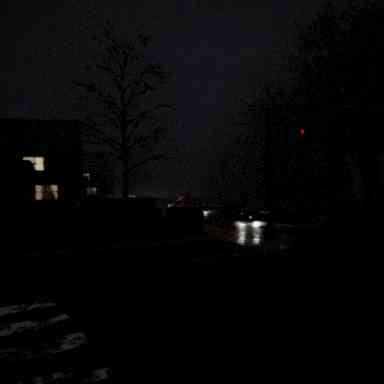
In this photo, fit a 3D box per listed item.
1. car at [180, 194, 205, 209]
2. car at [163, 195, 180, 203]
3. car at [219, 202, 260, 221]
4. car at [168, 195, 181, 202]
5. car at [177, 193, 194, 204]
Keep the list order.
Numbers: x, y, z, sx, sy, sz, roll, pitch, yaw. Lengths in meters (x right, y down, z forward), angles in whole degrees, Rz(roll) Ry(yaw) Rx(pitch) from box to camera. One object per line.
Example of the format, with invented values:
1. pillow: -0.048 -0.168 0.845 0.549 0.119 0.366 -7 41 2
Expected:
1. car: 0.229 1.407 42.438 1.882 1.535 5.008 -1 1 -14
2. car: -3.846 1.328 58.540 1.882 1.535 5.008 -1 1 -14
3. car: 3.859 1.545 28.255 2.033 1.411 5.357 -1 1 -14
4. car: -3.669 1.222 69.058 1.895 1.301 4.718 -1 1 -14
5. car: -1.171 1.138 59.309 2.097 1.767 4.553 -1 1 -14
